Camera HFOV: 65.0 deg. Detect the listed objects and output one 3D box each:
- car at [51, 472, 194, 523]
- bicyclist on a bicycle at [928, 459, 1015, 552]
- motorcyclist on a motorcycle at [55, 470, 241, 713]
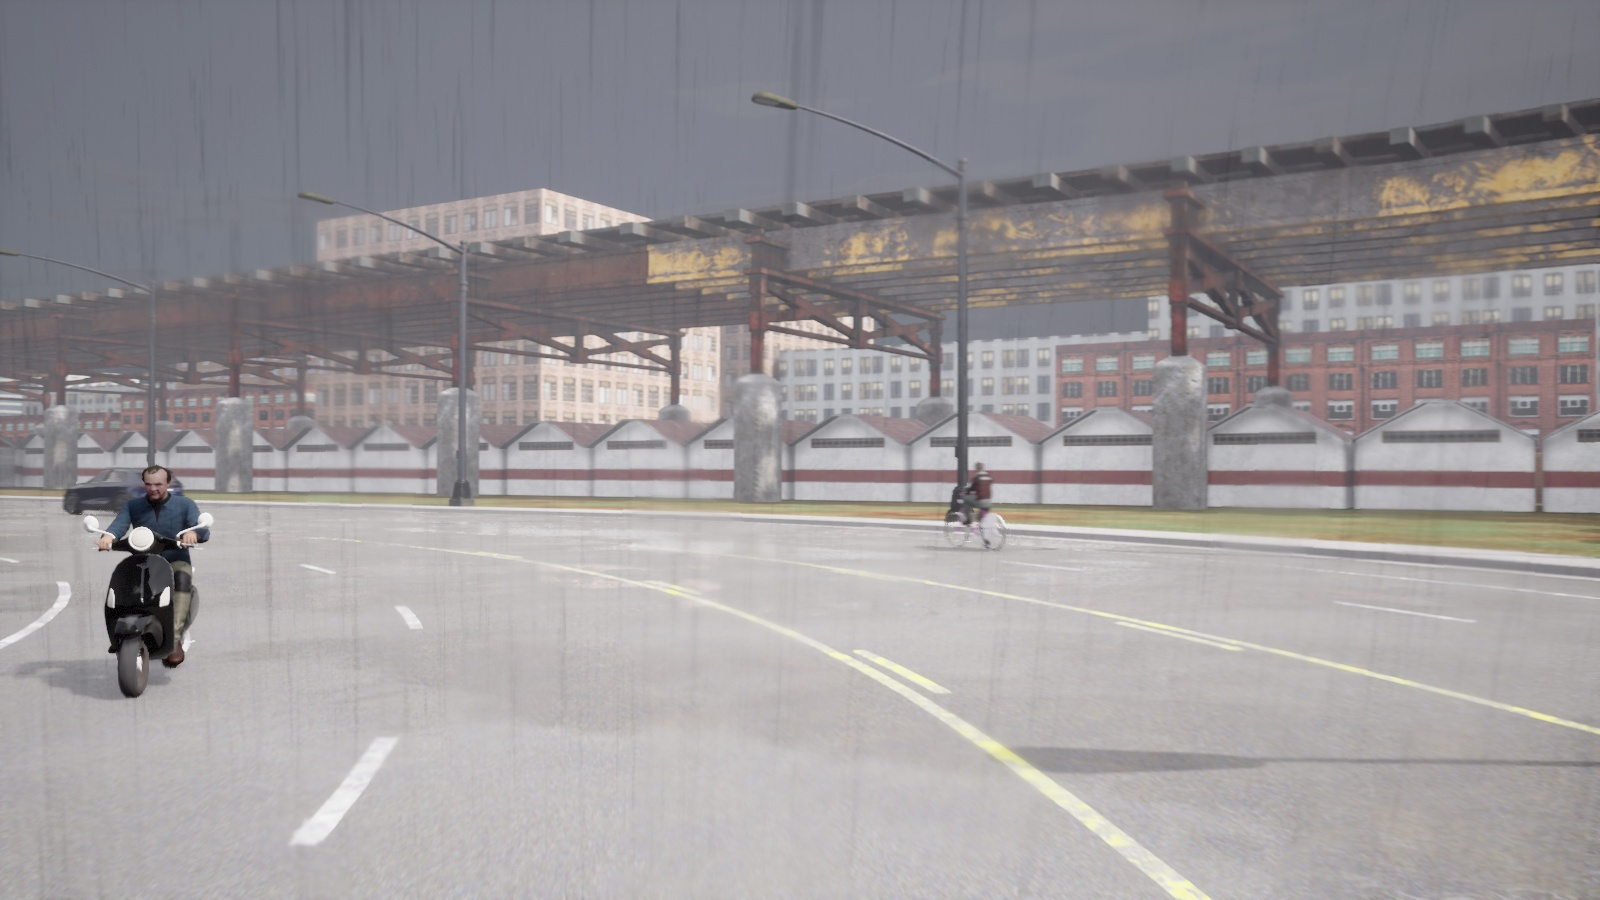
[{"bbox_3d":[-22.864,1.569,42.355,4.856,1.649,2.033,-1,-1,31],"label":"car"},{"bbox_3d":[3.424,1.090,25.169,0.659,1.776,1.843,-1,0,-32],"label":"bicyclist on a bicycle"},{"bbox_3d":[-4.736,0.947,9.261,0.866,1.590,1.817,-1,-1,-16],"label":"motorcyclist on a motorcycle"}]
